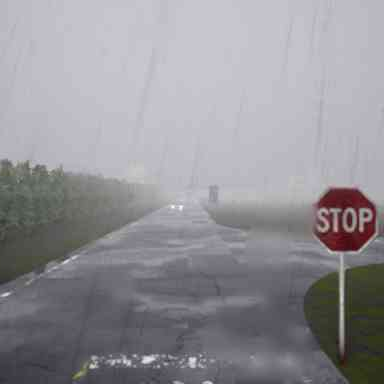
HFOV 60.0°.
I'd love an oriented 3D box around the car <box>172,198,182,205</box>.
[{"bbox_3d":[-2.876,1.908,65.107,1.895,1.301,4.718,0,0,0],"label":"car"}]
